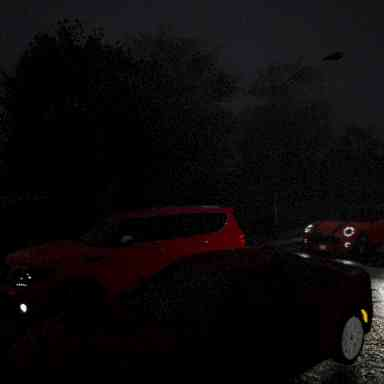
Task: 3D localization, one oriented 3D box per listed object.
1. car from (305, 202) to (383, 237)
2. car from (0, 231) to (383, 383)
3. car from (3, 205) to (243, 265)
[{"bbox_3d":[6.455,1.339,13.286,4.553,1.767,2.097,-2,0,-37],"label":"car"},{"bbox_3d":[0.417,1.547,4.295,5.008,1.535,1.882,-1,-1,-37],"label":"car"},{"bbox_3d":[-1.195,1.374,7.474,5.566,2.045,2.150,-1,-1,-37],"label":"car"}]
